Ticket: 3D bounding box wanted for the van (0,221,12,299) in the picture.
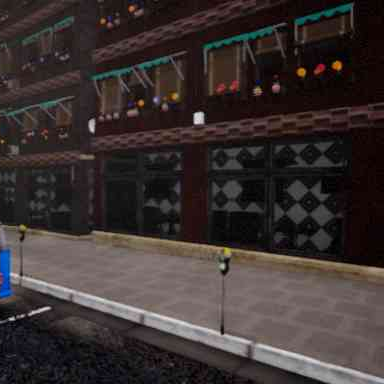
[{"bbox_3d":[-5.248,1.332,6.600,3.998,1.788,1.690,0,1,36],"label":"van"}]
